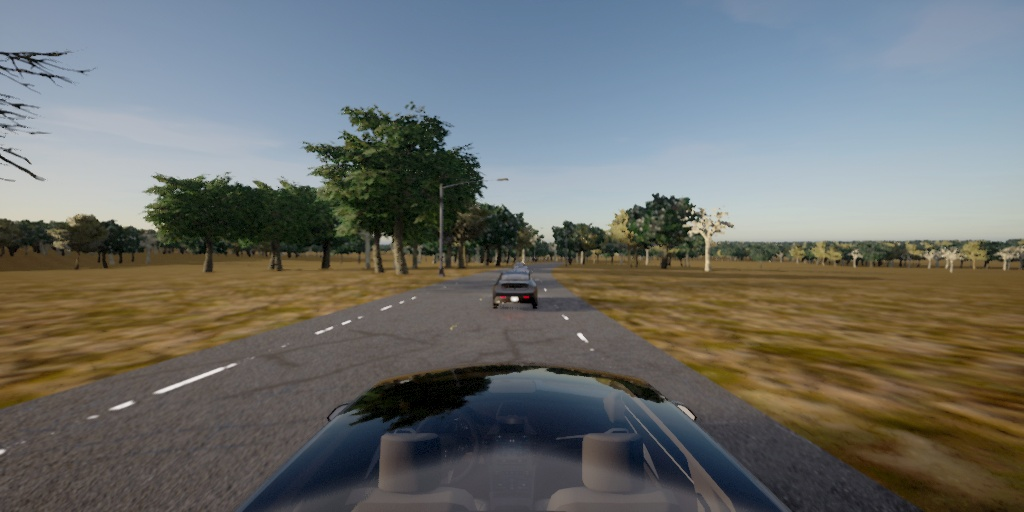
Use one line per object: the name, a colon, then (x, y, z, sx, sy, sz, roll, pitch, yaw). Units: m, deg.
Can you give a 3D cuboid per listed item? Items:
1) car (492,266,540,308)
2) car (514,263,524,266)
car: (0.169, 1.394, 16.039, 1.837, 1.490, 4.892, 0, 0, 2)
car: (0.763, 1.574, 30.671, 2.033, 1.411, 5.357, 0, -1, 3)
